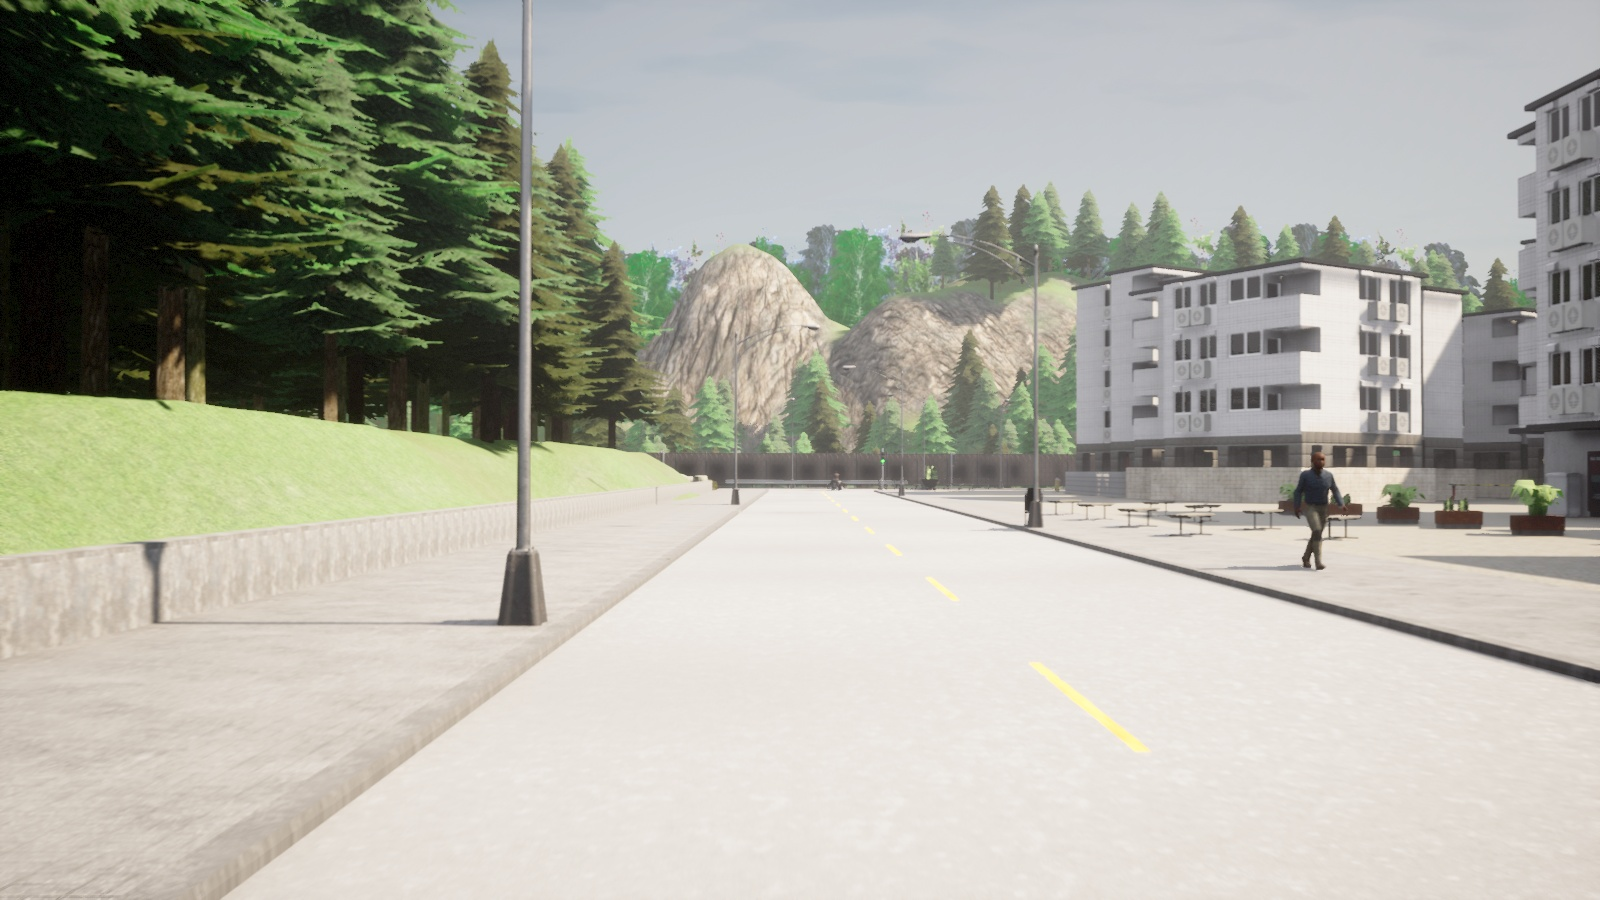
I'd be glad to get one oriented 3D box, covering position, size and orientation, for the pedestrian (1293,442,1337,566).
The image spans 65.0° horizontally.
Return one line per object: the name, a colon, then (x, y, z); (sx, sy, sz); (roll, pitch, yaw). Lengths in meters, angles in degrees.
pedestrian: (7.789, 0.809, 19.005); (0.370, 1.835, 0.726); (0, -1, 1)
